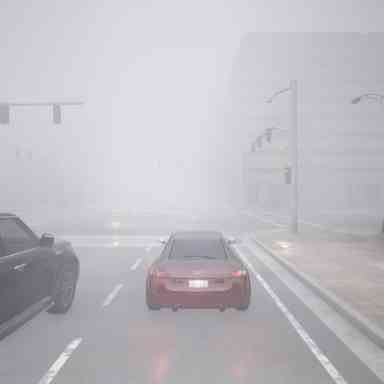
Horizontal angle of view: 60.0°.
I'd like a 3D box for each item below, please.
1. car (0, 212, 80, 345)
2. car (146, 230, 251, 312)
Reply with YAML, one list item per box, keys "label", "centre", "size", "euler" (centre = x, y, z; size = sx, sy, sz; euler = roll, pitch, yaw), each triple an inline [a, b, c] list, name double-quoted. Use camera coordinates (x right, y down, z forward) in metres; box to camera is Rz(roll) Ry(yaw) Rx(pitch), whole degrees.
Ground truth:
- label: "car"
  centre: [-3.394, 1.221, 4.460]
  size: [2.150, 2.045, 5.566]
  euler: [0, 0, 1]
- label: "car"
  centre: [0.117, 1.564, 7.784]
  size: [1.994, 1.385, 4.181]
  euler: [0, 0, 0]
